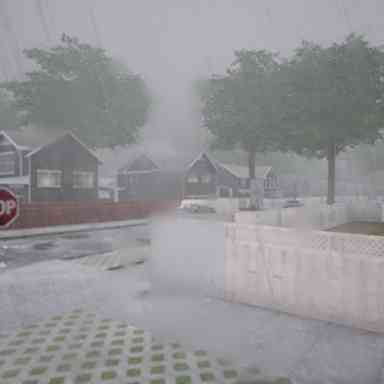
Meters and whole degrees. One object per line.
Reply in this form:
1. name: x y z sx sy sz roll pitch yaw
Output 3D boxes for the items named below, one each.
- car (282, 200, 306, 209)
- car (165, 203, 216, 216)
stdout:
1. car: 13.196 1.749 42.842 1.837 1.490 4.892 0 -1 36
2. car: -0.061 1.589 24.518 2.128 1.511 4.902 0 0 36
